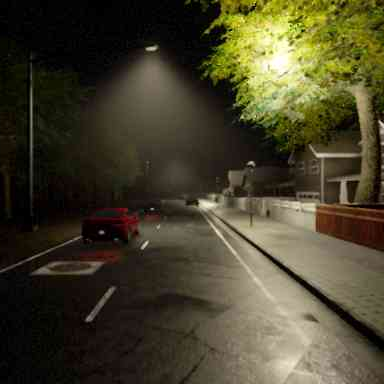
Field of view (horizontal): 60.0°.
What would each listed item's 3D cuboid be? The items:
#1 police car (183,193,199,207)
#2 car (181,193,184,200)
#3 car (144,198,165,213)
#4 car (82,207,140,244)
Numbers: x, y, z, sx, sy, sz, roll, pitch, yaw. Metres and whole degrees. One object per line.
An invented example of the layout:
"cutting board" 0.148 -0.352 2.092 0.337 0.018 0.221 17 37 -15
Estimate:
"police car" 0.053 1.387 49.620 1.930 1.638 5.238 0 0 -1
"car" -1.756 1.247 84.862 1.994 1.385 4.181 0 0 -1
"car" -4.112 1.476 36.533 1.837 1.490 4.892 0 0 -1
"car" -3.675 1.463 15.804 1.882 1.535 5.008 0 0 -1
